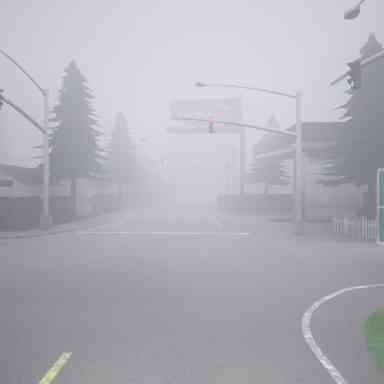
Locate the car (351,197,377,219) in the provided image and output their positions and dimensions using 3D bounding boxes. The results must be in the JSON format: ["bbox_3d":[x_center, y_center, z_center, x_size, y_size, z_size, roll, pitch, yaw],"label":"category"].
[{"bbox_3d":[14.465,1.505,24.923,3.866,1.878,1.905,0,0,0],"label":"car"}]

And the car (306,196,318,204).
[{"bbox_3d":[22.753,1.552,63.957,1.970,1.475,3.806,0,0,0],"label":"car"}]

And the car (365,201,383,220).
[{"bbox_3d":[18.814,1.672,30.576,4.611,1.667,2.242,0,0,0],"label":"car"}]

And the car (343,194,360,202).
[{"bbox_3d":[35.187,1.489,71.700,2.007,1.523,4.514,0,0,0],"label":"car"}]
